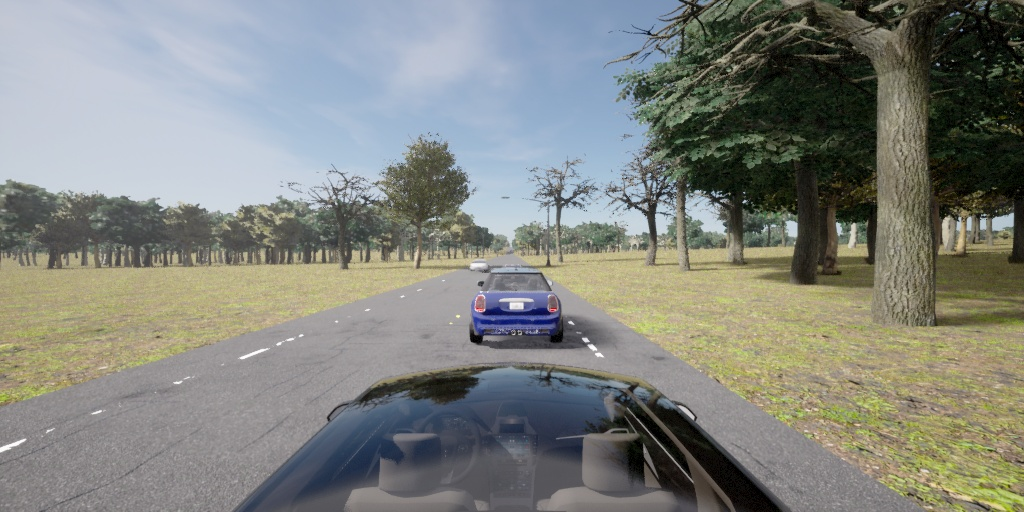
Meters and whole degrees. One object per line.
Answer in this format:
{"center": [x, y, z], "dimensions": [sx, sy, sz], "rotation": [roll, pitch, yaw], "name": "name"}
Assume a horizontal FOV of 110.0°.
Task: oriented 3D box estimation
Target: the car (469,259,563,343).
{"center": [0.088, 1.085, 9.819], "dimensions": [2.097, 1.767, 4.553], "rotation": [0, 0, 0], "name": "car"}

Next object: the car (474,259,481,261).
{"center": [-3.646, 1.107, 40.346], "dimensions": [1.812, 1.442, 4.674], "rotation": [0, 0, 0], "name": "car"}

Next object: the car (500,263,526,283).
{"center": [0.068, 1.256, 27.922], "dimensions": [1.895, 1.301, 4.718], "rotation": [0, 0, 0], "name": "car"}
